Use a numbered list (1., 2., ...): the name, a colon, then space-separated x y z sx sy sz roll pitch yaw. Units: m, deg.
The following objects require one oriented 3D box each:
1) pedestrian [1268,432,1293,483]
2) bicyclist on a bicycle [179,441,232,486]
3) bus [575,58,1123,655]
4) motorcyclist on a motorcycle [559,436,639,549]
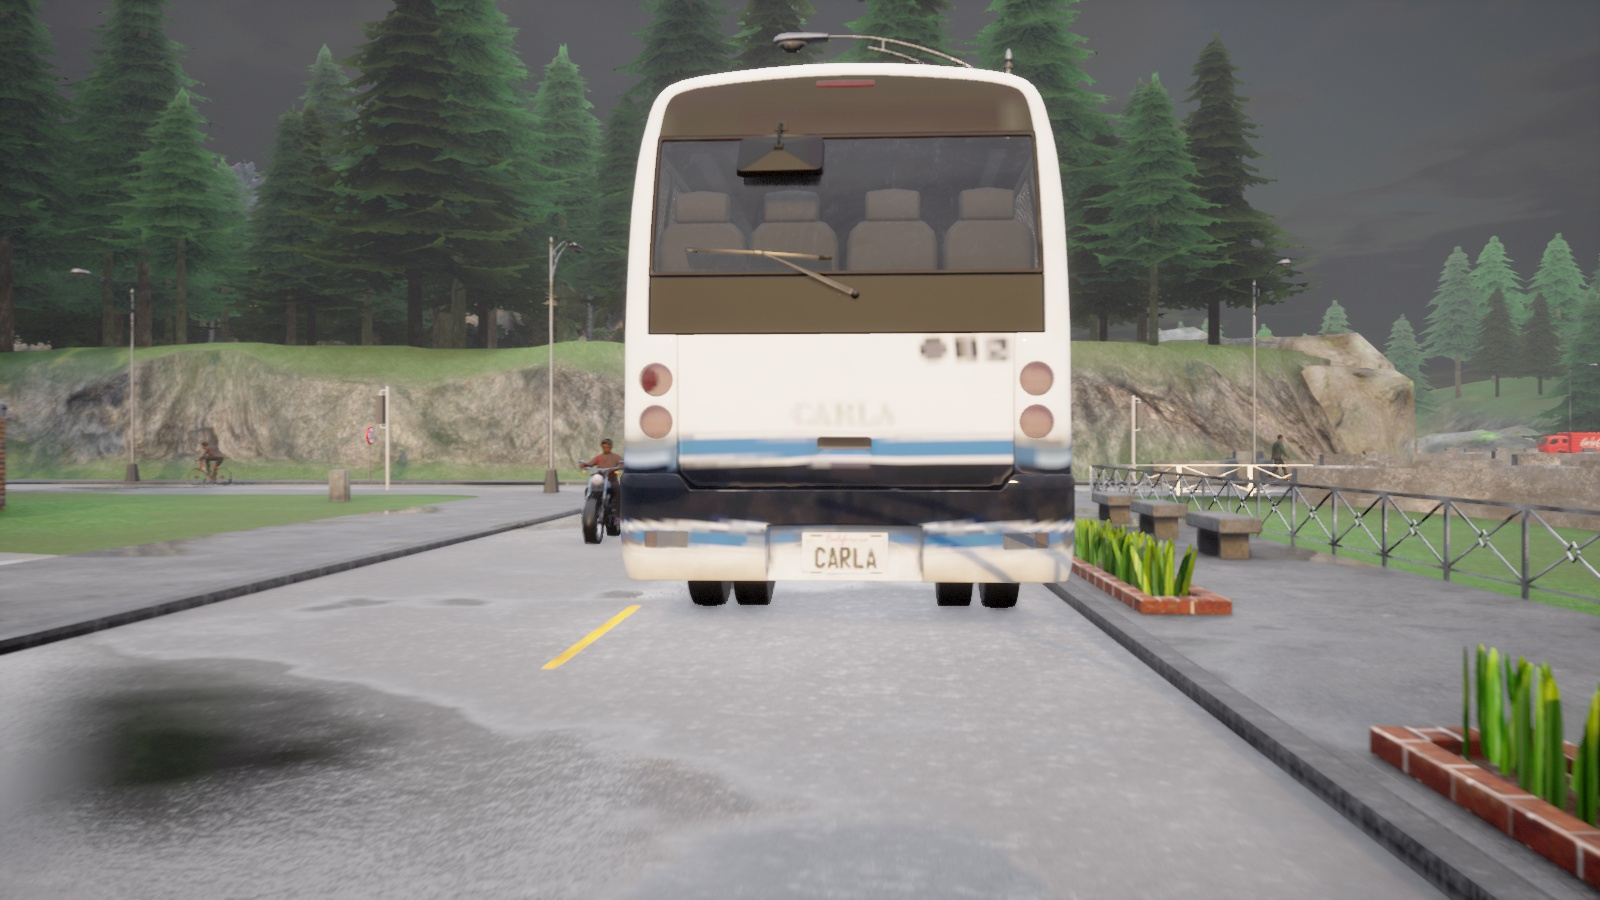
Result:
1. pedestrian: 18.213 0.288 47.647 0.788 1.949 0.423 0 0 3
2. bicyclist on a bicycle: -21.670 0.499 45.774 1.656 1.620 0.582 0 0 2
3. bus: 0.655 -0.685 14.193 3.944 4.253 10.273 0 0 4
4. motorcyclist on a motorcycle: -3.091 0.618 19.515 0.766 1.649 2.350 0 0 3
